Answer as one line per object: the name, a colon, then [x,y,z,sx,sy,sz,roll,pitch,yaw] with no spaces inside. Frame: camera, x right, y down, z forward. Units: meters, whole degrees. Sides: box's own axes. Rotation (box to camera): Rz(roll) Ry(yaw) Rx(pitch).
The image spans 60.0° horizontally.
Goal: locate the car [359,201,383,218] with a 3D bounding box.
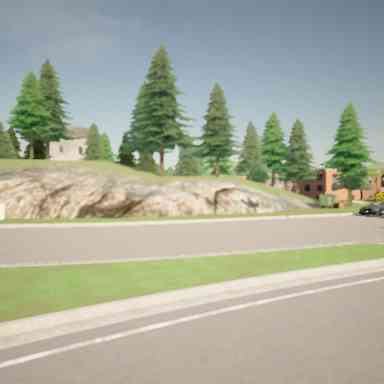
car: [16.447,1.433,28.638,4.181,1.385,1.994,0,0,-25]
